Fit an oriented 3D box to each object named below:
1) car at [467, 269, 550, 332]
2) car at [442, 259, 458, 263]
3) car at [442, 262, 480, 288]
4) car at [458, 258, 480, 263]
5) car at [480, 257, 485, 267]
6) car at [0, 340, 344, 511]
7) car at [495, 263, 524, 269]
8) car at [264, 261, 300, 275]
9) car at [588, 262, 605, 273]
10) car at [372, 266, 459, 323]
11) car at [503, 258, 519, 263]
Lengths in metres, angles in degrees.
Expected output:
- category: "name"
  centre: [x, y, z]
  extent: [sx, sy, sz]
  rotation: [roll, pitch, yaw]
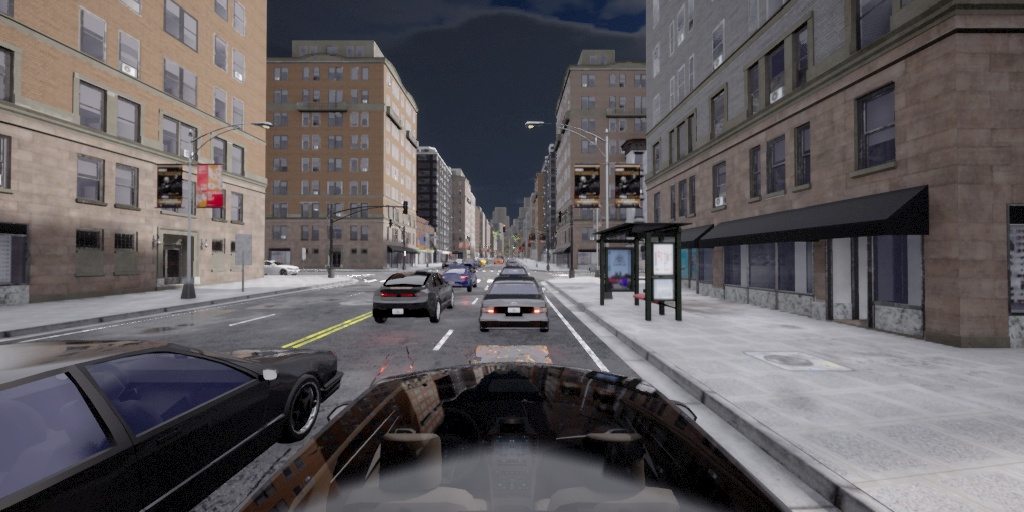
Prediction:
- category: "car"
  centre: [0.081, 1.300, 10.803]
  extent: [2.033, 1.411, 5.357]
  rotation: [0, 0, 1]
- category: "car"
  centre: [-9.804, 1.273, 56.890]
  extent: [1.837, 1.490, 4.892]
  rotation: [0, 0, 3]
- category: "car"
  centre: [-3.152, 1.282, 21.181]
  extent: [1.812, 1.442, 4.674]
  rotation: [0, 0, 0]
- category: "car"
  centre: [-6.590, 1.121, 55.199]
  extent: [2.097, 1.767, 4.553]
  rotation: [0, 0, 0]
- category: "car"
  centre: [-6.557, 1.260, 64.339]
  extent: [2.128, 1.511, 4.902]
  rotation: [0, 0, 0]
- category: "car"
  centre: [-3.149, 1.298, 2.268]
  extent: [2.033, 1.411, 5.357]
  rotation: [0, 0, 0]
- category: "car"
  centre: [0.090, 1.304, 20.860]
  extent: [2.033, 1.411, 5.357]
  rotation: [0, 0, 0]
- category: "car"
  centre: [-22.622, 1.155, 33.836]
  extent: [4.674, 1.442, 1.812]
  rotation: [0, -1, -1]
- category: "car"
  centre: [11.419, 1.439, 43.899]
  extent: [4.181, 1.385, 1.994]
  rotation: [0, -1, 0]
- category: "car"
  centre: [-3.138, 1.258, 12.142]
  extent: [1.837, 1.490, 4.892]
  rotation: [0, 0, -1]
- category: "car"
  centre: [0.053, 1.258, 54.007]
  extent: [2.128, 1.511, 4.902]
  rotation: [0, 0, -1]
